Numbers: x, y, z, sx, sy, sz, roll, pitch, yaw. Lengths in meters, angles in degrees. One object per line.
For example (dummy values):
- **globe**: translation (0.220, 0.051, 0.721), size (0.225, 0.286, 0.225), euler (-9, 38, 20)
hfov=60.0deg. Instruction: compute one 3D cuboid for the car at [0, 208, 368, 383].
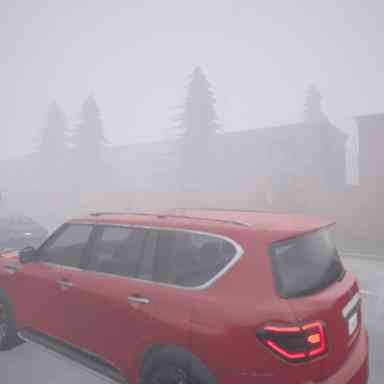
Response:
- **car**: translation (-0.739, 1.242, 4.541), size (5.566, 2.045, 2.150), euler (0, 0, 36)
